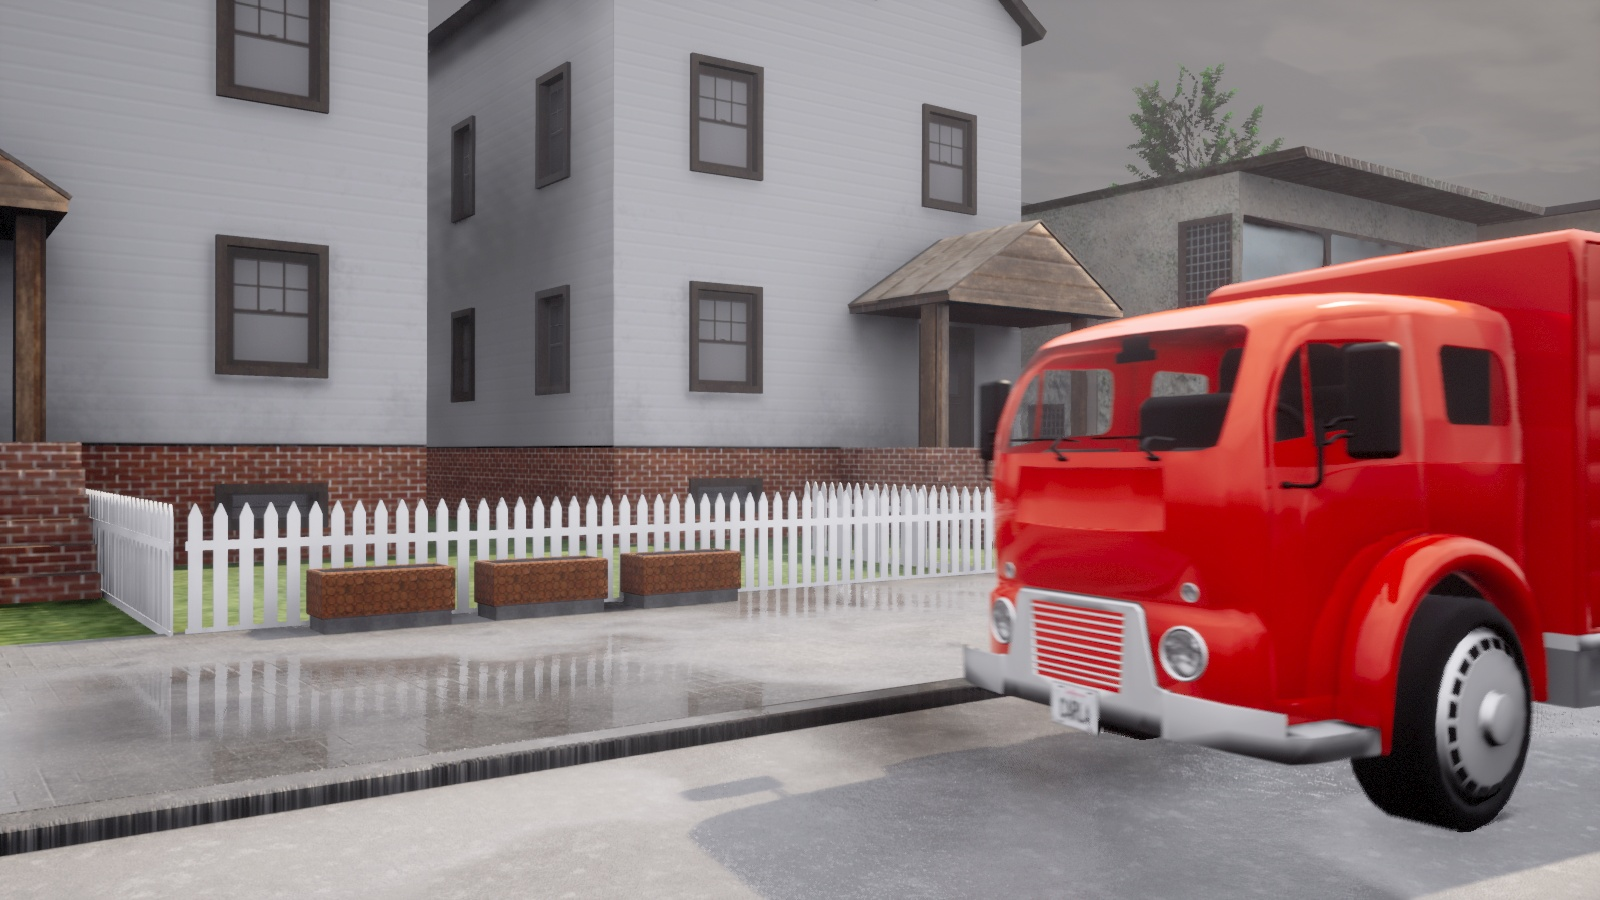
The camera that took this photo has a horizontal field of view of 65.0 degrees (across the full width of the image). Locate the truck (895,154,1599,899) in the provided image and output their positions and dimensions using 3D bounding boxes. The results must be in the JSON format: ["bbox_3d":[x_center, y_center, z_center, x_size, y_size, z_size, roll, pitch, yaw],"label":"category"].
[{"bbox_3d":[3.413,0.267,6.507,5.204,2.467,2.627,0,-1,-28],"label":"truck"}]
